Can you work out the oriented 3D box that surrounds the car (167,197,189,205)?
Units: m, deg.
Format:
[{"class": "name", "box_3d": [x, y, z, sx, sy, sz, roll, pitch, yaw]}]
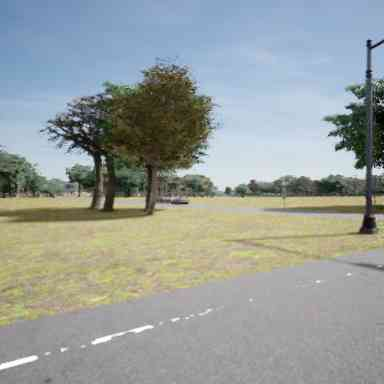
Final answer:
[{"class": "car", "box_3d": [-2.308, 1.751, 62.947, 1.994, 1.385, 4.181, 1, -1, -33]}]

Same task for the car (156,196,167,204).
[{"class": "car", "box_3d": [-6.157, 1.626, 68.696, 2.033, 1.411, 5.357, 1, 0, -34]}]
